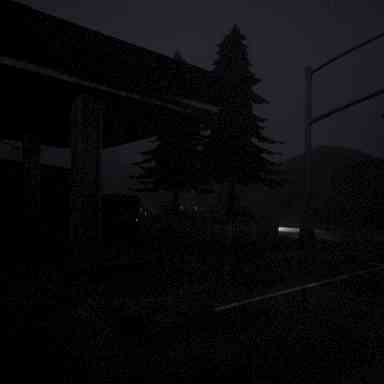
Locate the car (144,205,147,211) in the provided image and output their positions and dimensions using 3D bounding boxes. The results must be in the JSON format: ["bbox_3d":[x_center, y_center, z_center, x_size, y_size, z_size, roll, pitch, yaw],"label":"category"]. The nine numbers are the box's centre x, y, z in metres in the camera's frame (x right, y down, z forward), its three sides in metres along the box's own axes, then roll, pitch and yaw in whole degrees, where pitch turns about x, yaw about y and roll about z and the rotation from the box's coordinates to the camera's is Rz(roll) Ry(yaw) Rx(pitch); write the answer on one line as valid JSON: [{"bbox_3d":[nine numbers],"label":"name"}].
[{"bbox_3d":[-7.515,1.664,41.302,2.033,1.411,5.357,1,0,-35],"label":"car"}]

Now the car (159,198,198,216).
[{"bbox_3d":[-1.365,1.541,32.638,2.097,1.767,4.553,1,0,-36],"label":"car"}]

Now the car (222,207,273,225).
[{"bbox_3d":[4.056,1.816,25.000,1.994,1.385,4.181,1,0,-35],"label":"car"}]

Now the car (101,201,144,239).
[{"bbox_3d":[-4.562,1.445,18.268,1.905,1.878,3.866,1,0,-36],"label":"car"}]

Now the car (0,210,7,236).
[{"bbox_3d":[-11.693,1.519,18.449,2.242,1.667,4.611,1,0,-36],"label":"car"}]
